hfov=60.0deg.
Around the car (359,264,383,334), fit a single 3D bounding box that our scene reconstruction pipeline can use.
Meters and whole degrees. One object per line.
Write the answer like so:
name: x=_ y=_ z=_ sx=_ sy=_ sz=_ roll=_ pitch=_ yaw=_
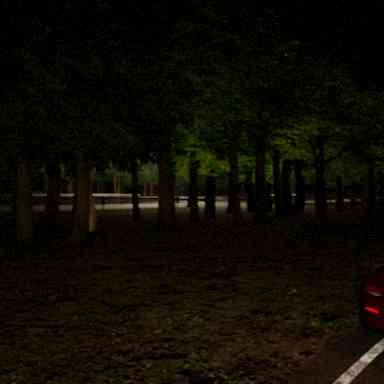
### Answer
car: x=4.471 y=1.542 z=5.753 sx=4.674 sy=1.442 sz=1.812 roll=0 pitch=0 yaw=-43
